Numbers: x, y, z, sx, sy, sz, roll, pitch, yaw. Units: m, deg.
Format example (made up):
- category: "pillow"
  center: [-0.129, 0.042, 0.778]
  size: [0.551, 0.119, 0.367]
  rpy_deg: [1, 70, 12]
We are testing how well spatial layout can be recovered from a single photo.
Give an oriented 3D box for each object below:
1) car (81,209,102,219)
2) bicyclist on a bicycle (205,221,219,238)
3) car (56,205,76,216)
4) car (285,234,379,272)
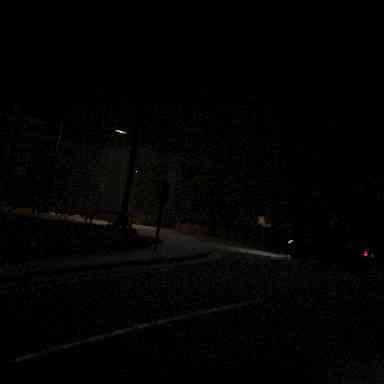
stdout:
- category: "car"
  center: [-15.064, 3.289, 49.712]
  size: [1.895, 1.301, 4.718]
  rpy_deg: [12, -7, -34]
- category: "bicyclist on a bicycle"
  center: [1.984, 3.597, 32.039]
  size: [1.656, 1.620, 0.582]
  rpy_deg: [11, -7, -34]
- category: "car"
  center: [-18.372, 2.674, 48.446]
  size: [1.994, 1.385, 4.181]
  rpy_deg: [12, -7, -34]
- category: "car"
  center: [7.421, 3.042, 17.923]
  size: [4.553, 1.767, 2.097]
  rpy_deg: [5, -6, 45]
